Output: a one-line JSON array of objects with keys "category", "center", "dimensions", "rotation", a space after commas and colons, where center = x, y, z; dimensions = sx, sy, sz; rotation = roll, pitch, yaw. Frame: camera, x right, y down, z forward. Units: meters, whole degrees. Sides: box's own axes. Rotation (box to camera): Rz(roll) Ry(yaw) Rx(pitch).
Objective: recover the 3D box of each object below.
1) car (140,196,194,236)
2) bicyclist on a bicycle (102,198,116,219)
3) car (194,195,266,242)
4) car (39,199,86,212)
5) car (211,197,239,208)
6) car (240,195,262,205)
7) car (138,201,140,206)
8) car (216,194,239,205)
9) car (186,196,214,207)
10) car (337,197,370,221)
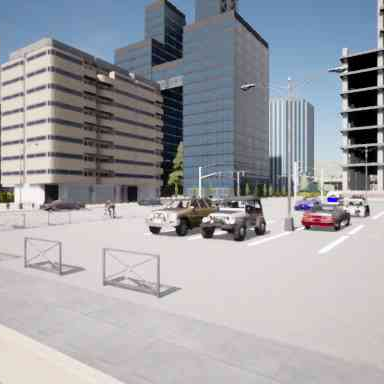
[{"category": "car", "center": [-0.296, 1.150, 17.291], "dimensions": [1.932, 1.855, 4.605], "rotation": [0, 0, 34]}, {"category": "bicyclist on a bicycle", "center": [-6.542, 1.296, 26.240], "dimensions": [1.656, 1.620, 0.582], "rotation": [0, 0, 34]}, {"category": "car", "center": [2.074, 1.154, 15.629], "dimensions": [1.905, 1.878, 3.866], "rotation": [0, 0, 34]}, {"category": "car", "center": [-15.203, 1.537, 39.346], "dimensions": [2.033, 1.411, 5.357], "rotation": [0, 0, 34]}, {"category": "car", "center": [5.107, 1.540, 50.488], "dimensions": [2.033, 1.411, 5.357], "rotation": [0, 0, 33]}, {"category": "car", "center": [10.365, 1.344, 58.368], "dimensions": [2.097, 1.767, 4.553], "rotation": [0, 0, 34]}, {"category": "car", "center": [-6.570, 1.553, 52.206], "dimensions": [1.994, 1.385, 4.181], "rotation": [0, 0, 34]}, {"category": "car", "center": [6.330, 1.343, 58.794], "dimensions": [2.097, 1.767, 4.553], "rotation": [0, 0, 34]}, {"category": "car", "center": [1.293, 1.483, 51.161], "dimensions": [2.128, 1.511, 4.902], "rotation": [0, 0, 34]}, {"category": "car", "center": [14.074, 1.394, 28.607], "dimensions": [1.970, 1.475, 3.806], "rotation": [0, 0, 34]}]
